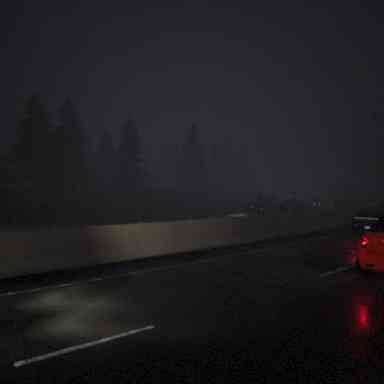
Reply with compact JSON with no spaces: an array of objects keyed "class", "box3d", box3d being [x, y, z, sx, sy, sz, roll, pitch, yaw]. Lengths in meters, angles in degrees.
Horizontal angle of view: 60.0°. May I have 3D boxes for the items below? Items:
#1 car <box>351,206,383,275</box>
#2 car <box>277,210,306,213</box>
[{"class":"car","box3d":[6.528,1.343,9.374,4.553,1.767,2.097,0,0,-41]},{"class":"car","box3d":[10.274,1.485,34.462,1.882,1.535,5.008,0,0,36]}]
